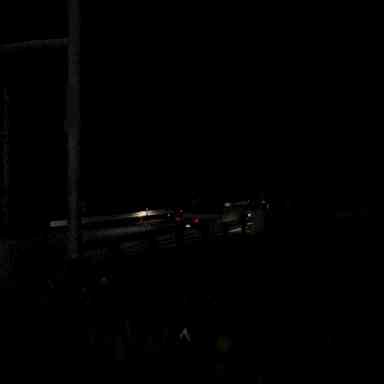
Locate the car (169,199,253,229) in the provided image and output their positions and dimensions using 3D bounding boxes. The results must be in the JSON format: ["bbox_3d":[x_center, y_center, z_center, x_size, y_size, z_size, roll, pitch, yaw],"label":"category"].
[{"bbox_3d":[1.228,1.329,18.572,1.895,1.301,4.718,0,3,41],"label":"car"}]

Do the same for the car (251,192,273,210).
[{"bbox_3d":[6.993,0.778,30.623,1.882,1.535,5.008,0,1,42],"label":"car"}]

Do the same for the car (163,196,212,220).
[{"bbox_3d":[0.117,1.090,22.924,2.128,1.511,4.902,0,3,41],"label":"car"}]
